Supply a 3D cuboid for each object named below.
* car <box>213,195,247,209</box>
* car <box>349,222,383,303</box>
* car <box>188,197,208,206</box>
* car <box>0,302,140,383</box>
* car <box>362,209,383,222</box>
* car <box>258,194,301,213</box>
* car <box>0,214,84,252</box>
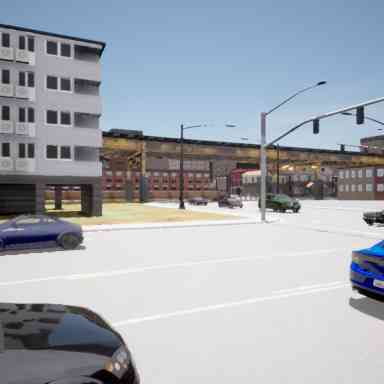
[{"bbox_3d":[5.295,1.526,46.450,1.812,1.442,4.674,0,0,-25],"label":"car"},{"bbox_3d":[5.578,1.478,6.923,5.008,1.535,1.882,0,0,-25],"label":"car"},{"bbox_3d":[0.874,1.547,55.900,2.033,1.411,5.357,0,0,-20],"label":"car"},{"bbox_3d":[-2.552,1.564,2.680,4.181,1.385,1.994,0,0,-32],"label":"car"},{"bbox_3d":[13.748,1.590,22.296,4.718,1.301,1.895,0,-1,-23],"label":"car"},{"bbox_3d":[9.668,1.222,37.296,2.150,2.045,5.566,0,0,-26],"label":"car"},{"bbox_3d":[-6.366,1.564,12.860,4.181,1.385,1.994,0,0,-29],"label":"car"}]
